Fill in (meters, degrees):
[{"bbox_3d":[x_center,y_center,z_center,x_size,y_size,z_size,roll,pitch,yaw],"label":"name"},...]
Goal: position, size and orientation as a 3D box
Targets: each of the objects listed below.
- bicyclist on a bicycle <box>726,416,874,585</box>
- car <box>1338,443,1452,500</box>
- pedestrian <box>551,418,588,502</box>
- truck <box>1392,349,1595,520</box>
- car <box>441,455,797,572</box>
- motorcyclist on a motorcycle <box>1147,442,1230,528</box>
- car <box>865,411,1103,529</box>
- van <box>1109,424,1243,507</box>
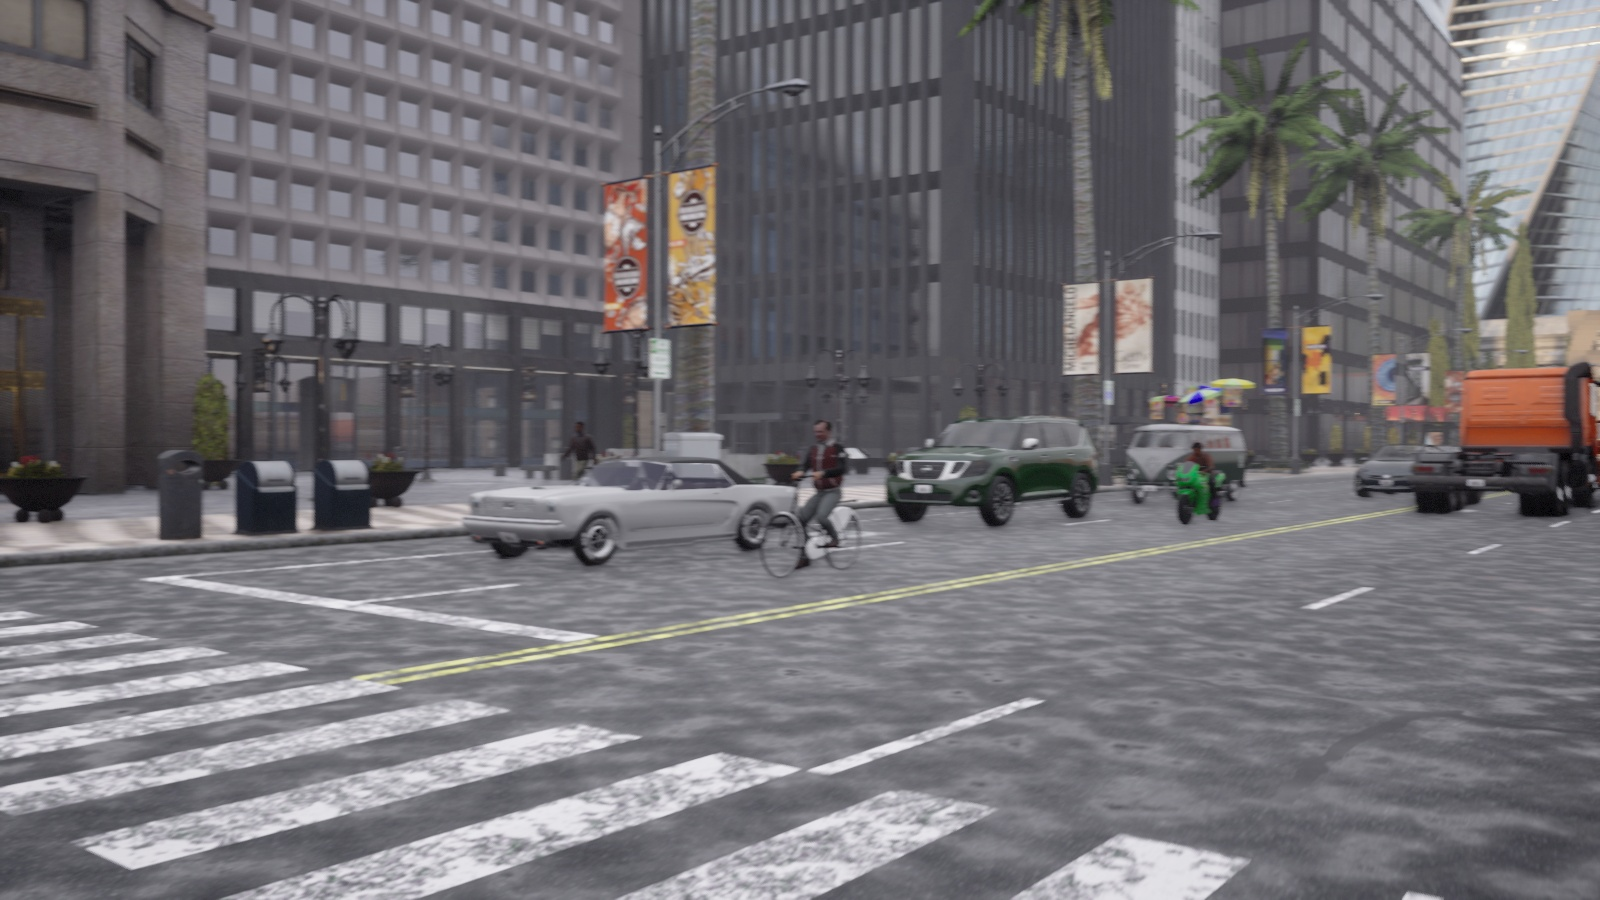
[{"bbox_3d":[0.034,0.535,14.129,0.659,1.776,1.843,1,0,38],"label":"bicyclist on a bicycle"},{"bbox_3d":[17.022,0.559,35.838,2.007,1.525,4.514,1,0,38],"label":"car"},{"bbox_3d":[-5.087,0.220,27.755,0.431,1.840,0.703,0,0,33],"label":"pedestrian"},{"bbox_3d":[16.405,-0.335,29.367,2.891,3.462,7.936,1,0,38],"label":"truck"},{"bbox_3d":[-2.251,0.739,16.867,1.895,1.301,4.718,1,0,39],"label":"car"},{"bbox_3d":[7.250,0.624,23.362,0.797,1.523,2.044,1,0,38],"label":"motorcyclist on a motorcycle"},{"bbox_3d":[3.749,0.339,24.571,2.150,2.045,5.566,1,0,38],"label":"car"},{"bbox_3d":[9.676,0.355,32.144,1.775,1.987,4.442,1,0,38],"label":"van"}]
